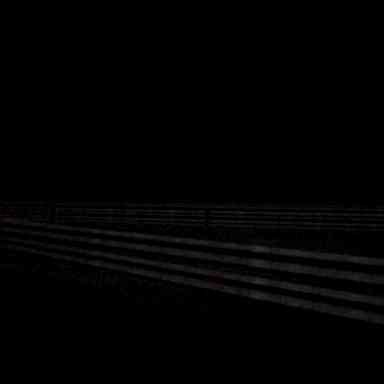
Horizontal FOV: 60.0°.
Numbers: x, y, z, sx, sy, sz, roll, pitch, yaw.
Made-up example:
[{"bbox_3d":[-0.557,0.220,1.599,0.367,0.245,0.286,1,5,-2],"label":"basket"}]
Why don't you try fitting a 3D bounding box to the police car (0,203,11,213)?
[{"bbox_3d":[-18.710,1.460,29.848,5.238,1.638,1.930,0,0,21],"label":"police car"}]
